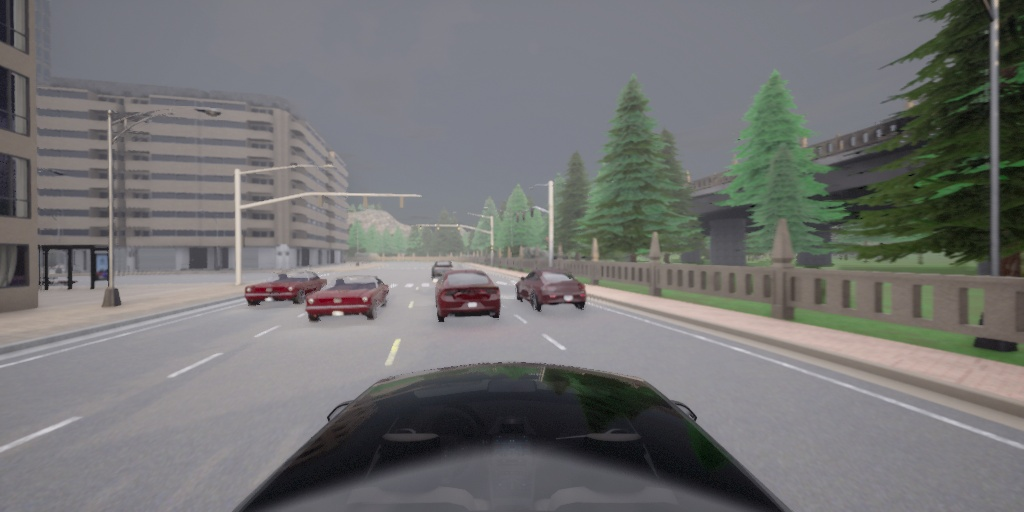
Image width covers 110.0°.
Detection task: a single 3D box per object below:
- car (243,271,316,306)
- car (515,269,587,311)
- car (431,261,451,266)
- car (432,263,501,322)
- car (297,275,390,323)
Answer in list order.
[{"bbox_3d":[-9.847,1.368,16.007,1.895,1.301,4.718,0,0,-12],"label":"car"},{"bbox_3d":[1.402,1.216,14.069,1.812,1.442,4.674,0,0,-12],"label":"car"},{"bbox_3d":[-5.949,1.170,30.908,2.128,1.511,4.902,0,0,-13],"label":"car"},{"bbox_3d":[-1.658,1.198,12.372,1.882,1.535,5.008,0,0,-13],"label":"car"},{"bbox_3d":[-5.479,1.350,12.471,1.895,1.301,4.718,0,0,-12],"label":"car"}]
